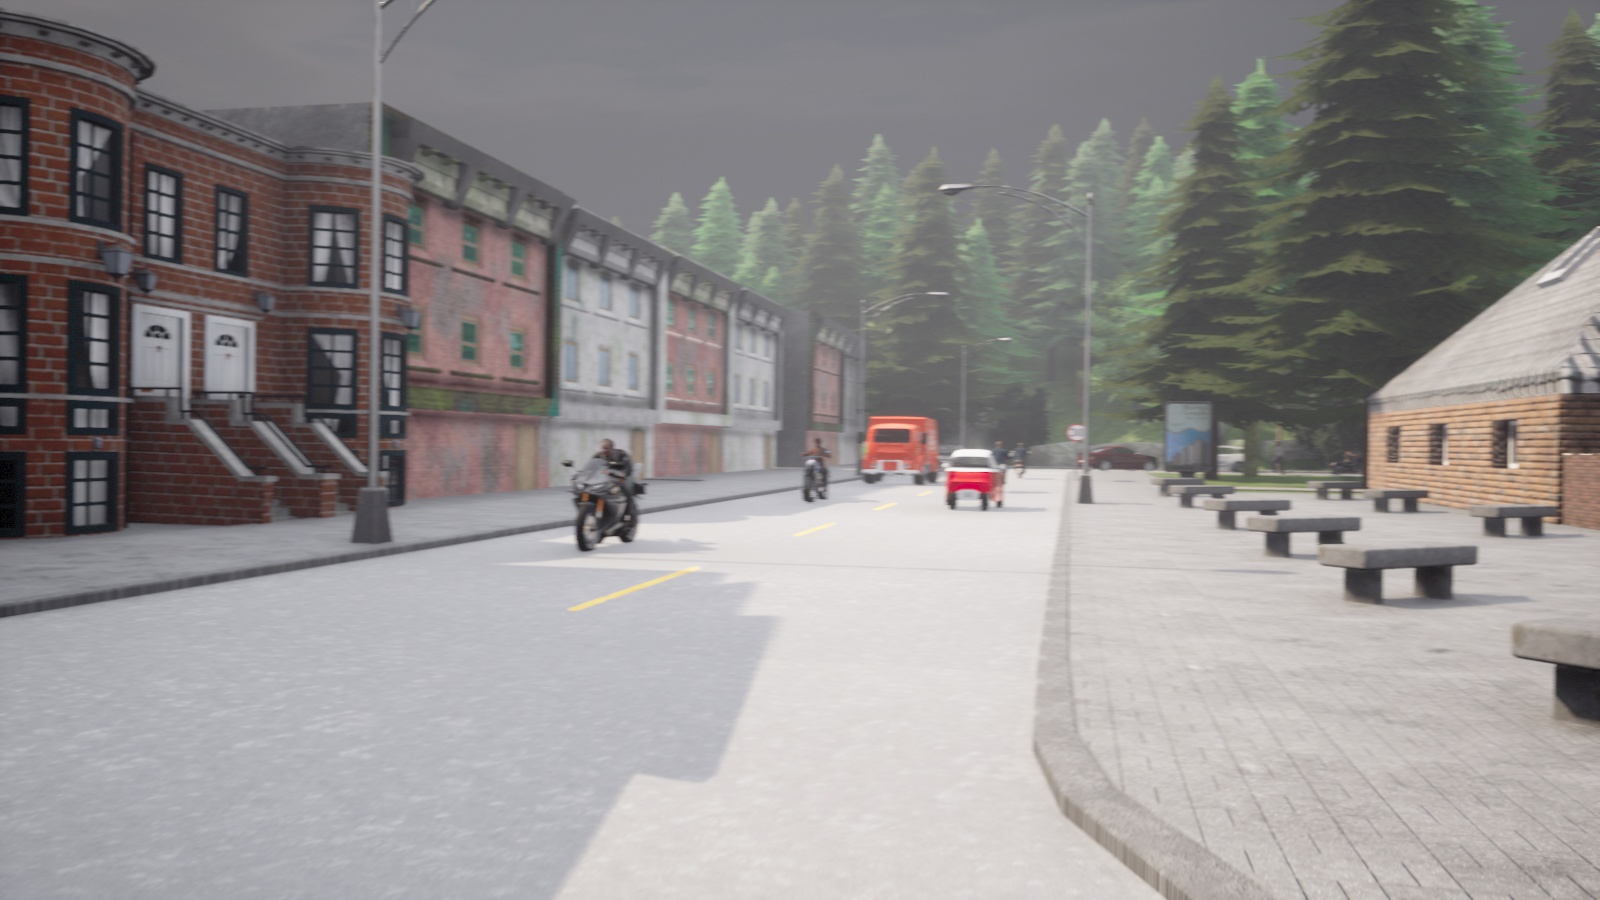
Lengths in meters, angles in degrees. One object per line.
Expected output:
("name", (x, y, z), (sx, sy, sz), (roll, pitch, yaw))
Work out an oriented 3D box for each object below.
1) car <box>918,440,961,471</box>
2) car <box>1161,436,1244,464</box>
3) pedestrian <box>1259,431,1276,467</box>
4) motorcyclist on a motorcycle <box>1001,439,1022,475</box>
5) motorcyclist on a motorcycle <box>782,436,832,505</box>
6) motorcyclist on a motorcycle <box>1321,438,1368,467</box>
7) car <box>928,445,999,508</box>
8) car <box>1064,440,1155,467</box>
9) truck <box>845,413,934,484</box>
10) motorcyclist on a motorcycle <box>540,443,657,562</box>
("car", (7.284, 0.277, 65.150), (1.789, 1.549, 3.705), (0, 0, 13))
("car", (24.651, 0.010, 77.069), (4.611, 1.667, 2.242), (0, 0, 11))
("pedestrian", (25.200, -0.067, 67.734), (0.788, 1.949, 0.423), (0, 0, 10))
("motorcyclist on a motorcycle", (9.472, 0.302, 56.124), (0.866, 1.590, 1.817), (0, 0, 12))
("motorcyclist on a motorcycle", (0.196, 0.487, 31.368), (0.766, 1.649, 2.350), (0, 1, 12))
("motorcyclist on a motorcycle", (31.088, 0.129, 71.686), (2.350, 1.649, 0.766), (0, 0, 12))
("car", (3.828, 0.593, 29.206), (1.481, 1.376, 2.207), (0, 1, 12))
("car", (18.111, 0.189, 73.478), (5.008, 1.535, 1.882), (0, 0, -20))
("truck", (3.400, -0.058, 46.651), (2.627, 2.467, 5.204), (0, 0, 12))
("motorcyclist on a motorcycle", (-2.733, 0.670, 17.310), (0.866, 1.530, 2.191), (0, 0, 12))
